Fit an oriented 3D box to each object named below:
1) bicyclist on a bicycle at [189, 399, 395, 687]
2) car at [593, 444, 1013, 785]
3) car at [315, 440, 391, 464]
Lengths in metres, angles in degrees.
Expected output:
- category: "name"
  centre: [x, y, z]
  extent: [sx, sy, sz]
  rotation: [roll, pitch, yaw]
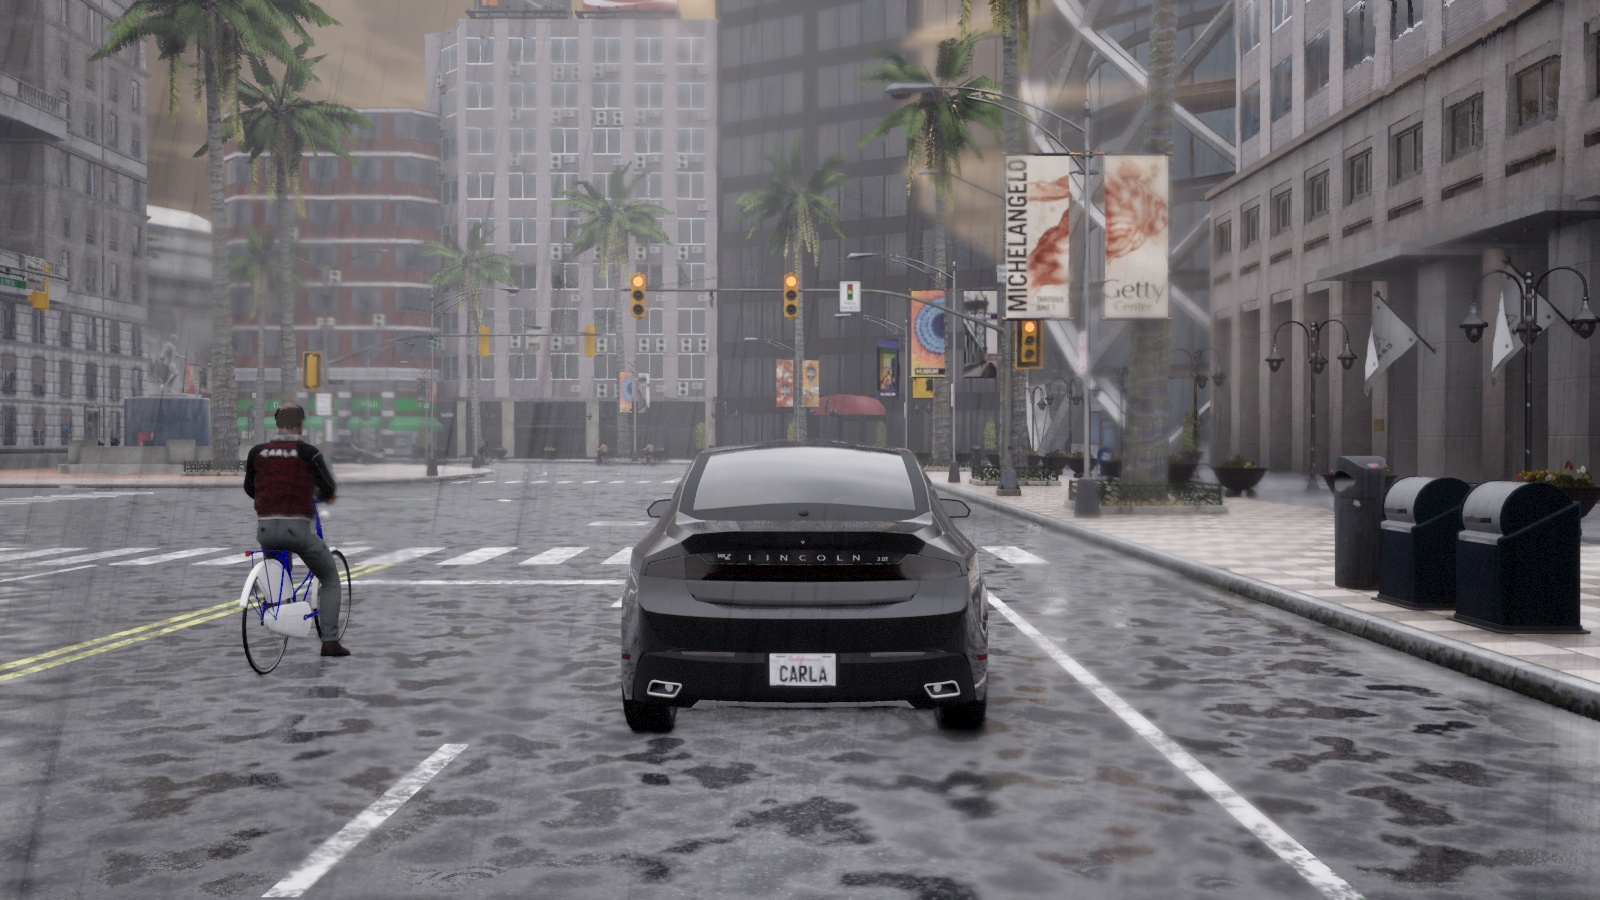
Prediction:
- category: "bicyclist on a bicycle"
  centre: [-3.432, 0.565, 8.669]
  extent: [0.659, 1.776, 1.843]
  rotation: [0, 1, 0]
- category: "car"
  centre: [0.047, 0.707, 7.945]
  extent: [1.837, 1.490, 4.892]
  rotation: [0, 0, 1]
- category: "car"
  centre: [-31.694, 0.148, 89.067]
  extent: [4.856, 1.649, 2.033]
  rotation: [0, 0, 18]
